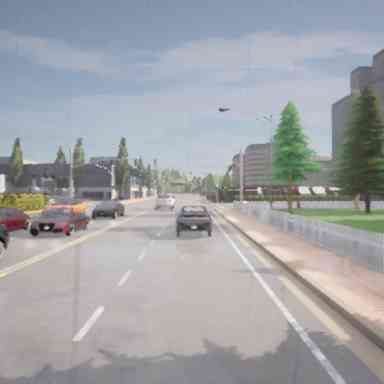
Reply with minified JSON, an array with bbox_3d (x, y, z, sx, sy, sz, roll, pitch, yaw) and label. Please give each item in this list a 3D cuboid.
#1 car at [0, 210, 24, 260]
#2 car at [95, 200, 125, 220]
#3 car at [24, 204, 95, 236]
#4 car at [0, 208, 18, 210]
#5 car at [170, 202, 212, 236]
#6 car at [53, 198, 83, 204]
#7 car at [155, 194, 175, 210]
[{"bbox_3d":[-7.094,1.488,9.304,2.128,1.511,4.902,0,0,0],"label":"car"},{"bbox_3d":[-7.069,1.465,28.609,1.882,1.535,5.008,0,0,0],"label":"car"},{"bbox_3d":[-7.086,1.556,18.225,1.994,1.385,4.181,0,0,1],"label":"car"},{"bbox_3d":[-10.591,1.556,18.252,1.994,1.385,4.181,0,0,0],"label":"car"},{"bbox_3d":[0.102,1.483,18.446,2.128,1.511,4.902,0,0,0],"label":"car"},{"bbox_3d":[-10.571,1.341,28.026,2.097,1.767,4.553,0,0,0],"label":"car"},{"bbox_3d":[-3.442,1.204,43.158,2.150,2.045,5.566,0,0,0],"label":"car"}]
